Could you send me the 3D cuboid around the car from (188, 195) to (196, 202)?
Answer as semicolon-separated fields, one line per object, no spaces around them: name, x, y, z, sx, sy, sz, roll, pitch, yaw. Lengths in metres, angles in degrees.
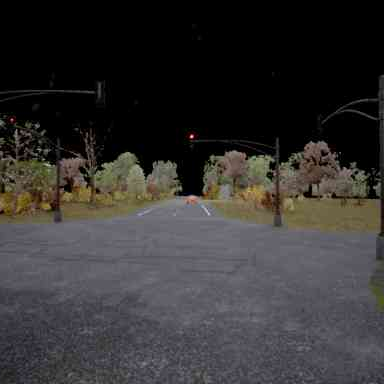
car;0.022;1.449;78.014;1.812;1.442;4.674;0;0;0

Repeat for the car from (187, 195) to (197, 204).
car;0.019;1.424;67.978;2.097;1.767;4.553;0;0;0
